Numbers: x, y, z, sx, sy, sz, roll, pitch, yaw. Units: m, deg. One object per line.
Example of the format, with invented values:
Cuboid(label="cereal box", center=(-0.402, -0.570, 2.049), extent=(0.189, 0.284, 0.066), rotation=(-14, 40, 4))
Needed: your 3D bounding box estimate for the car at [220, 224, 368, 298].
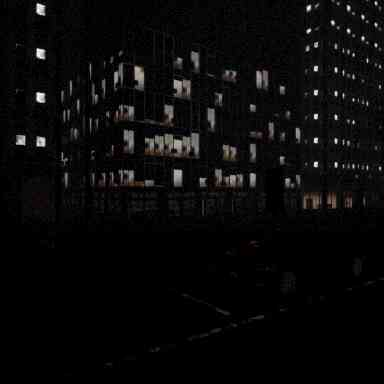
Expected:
Cuboid(label="car", center=(2.728, 1.545, 8.507), extent=(4.507, 1.381, 1.887), rotation=(0, 0, -36))
